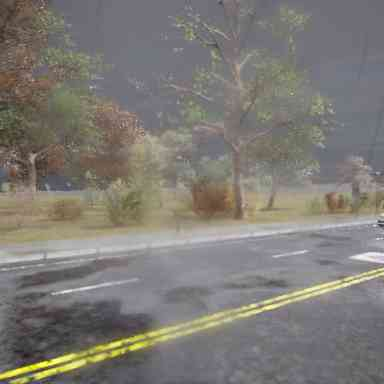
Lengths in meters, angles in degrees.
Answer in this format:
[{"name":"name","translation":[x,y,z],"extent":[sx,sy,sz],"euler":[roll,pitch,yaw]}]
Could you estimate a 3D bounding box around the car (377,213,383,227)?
[{"name":"car","translation":[14.259,1.589,22.285],"extent":[4.674,1.442,1.812],"euler":[0,0,-37]}]
